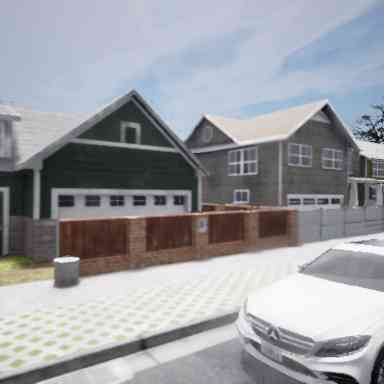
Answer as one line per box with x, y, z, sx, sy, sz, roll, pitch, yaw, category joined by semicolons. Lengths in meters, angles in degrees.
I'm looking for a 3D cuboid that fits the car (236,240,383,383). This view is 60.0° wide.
2.782;1.521;5.056;4.674;1.442;1.812;0;0;-35;car
